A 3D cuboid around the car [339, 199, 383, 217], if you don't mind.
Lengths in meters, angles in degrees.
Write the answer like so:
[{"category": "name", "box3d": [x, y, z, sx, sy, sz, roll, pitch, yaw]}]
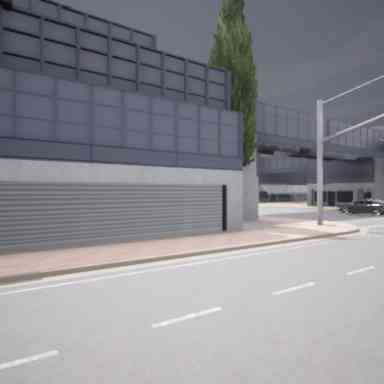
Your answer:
[{"category": "car", "box3d": [16.279, 1.457, 31.107, 1.837, 1.490, 4.892, 1, 0, -36]}]
